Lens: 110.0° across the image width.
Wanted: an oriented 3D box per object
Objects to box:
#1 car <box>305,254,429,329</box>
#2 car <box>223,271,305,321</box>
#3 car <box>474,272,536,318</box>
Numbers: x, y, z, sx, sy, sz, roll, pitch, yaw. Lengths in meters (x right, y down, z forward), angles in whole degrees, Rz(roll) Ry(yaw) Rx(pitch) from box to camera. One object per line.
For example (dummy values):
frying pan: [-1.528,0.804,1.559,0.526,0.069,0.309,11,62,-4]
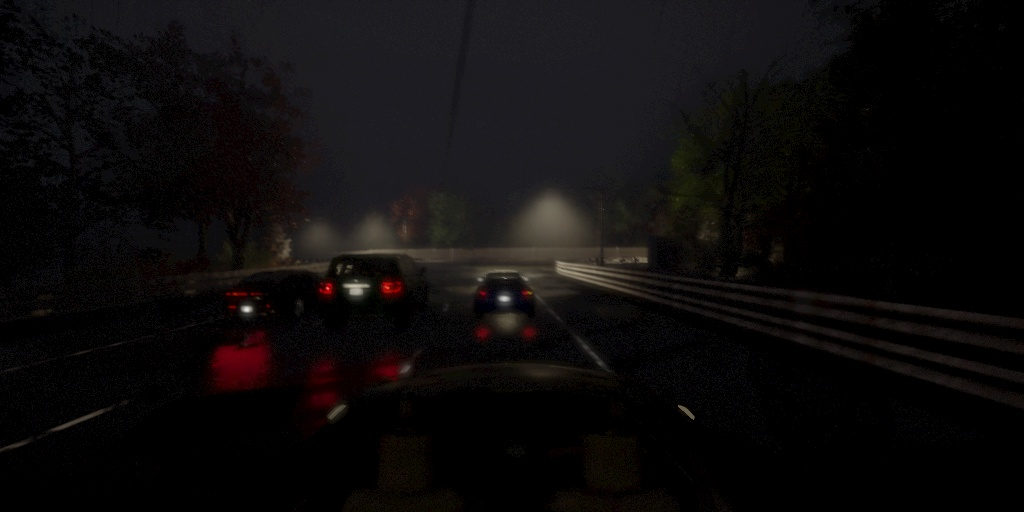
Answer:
car: [-4.023,0.946,11.339,2.150,2.045,5.566,0,0,-6]
car: [-7.688,1.240,12.481,1.837,1.490,4.892,0,0,-6]
car: [-0.281,1.265,12.856,1.994,1.385,4.181,0,0,-2]
